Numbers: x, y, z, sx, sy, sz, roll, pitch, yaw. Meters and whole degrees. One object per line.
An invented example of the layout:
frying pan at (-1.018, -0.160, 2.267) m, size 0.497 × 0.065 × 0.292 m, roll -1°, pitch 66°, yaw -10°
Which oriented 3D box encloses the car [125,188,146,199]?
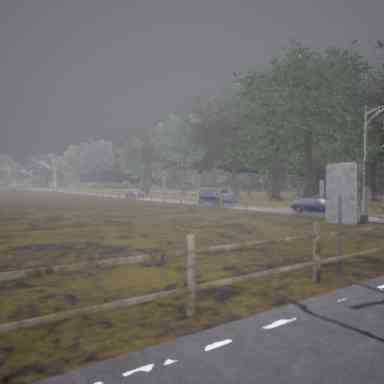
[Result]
car at (-9.524, 0.146, 56.135) m, size 2.097 × 1.767 × 4.553 m, roll 0°, pitch 2°, yaw -35°

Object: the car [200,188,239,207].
car at (2.961, 0.535, 38.351) m, size 2.150 × 2.045 × 5.566 m, roll 0°, pitch 1°, yaw -35°

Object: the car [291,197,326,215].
car at (10.490, 1.150, 27.749) m, size 1.812 × 1.442 × 4.674 m, roll 0°, pitch 1°, yaw -35°
